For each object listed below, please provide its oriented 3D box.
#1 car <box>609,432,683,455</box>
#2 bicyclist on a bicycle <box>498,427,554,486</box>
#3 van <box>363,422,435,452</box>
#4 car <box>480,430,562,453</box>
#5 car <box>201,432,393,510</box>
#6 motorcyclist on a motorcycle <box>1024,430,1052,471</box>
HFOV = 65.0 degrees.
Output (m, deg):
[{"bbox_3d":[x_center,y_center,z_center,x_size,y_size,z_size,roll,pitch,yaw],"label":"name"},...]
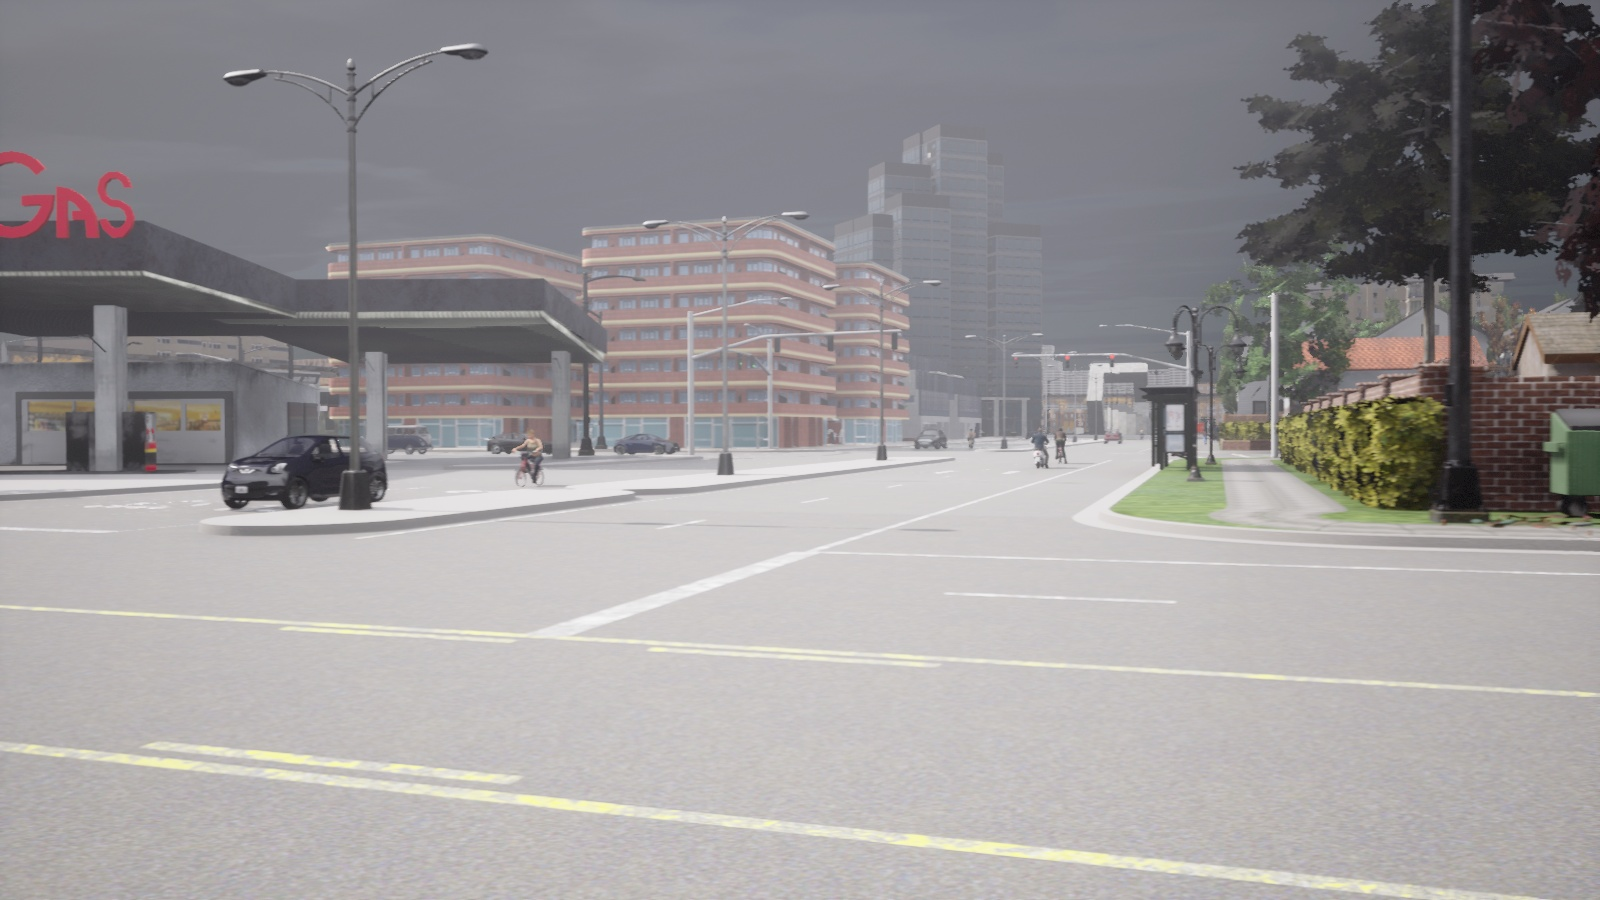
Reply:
[{"bbox_3d":[-9.796,-0.426,79.895,4.181,1.385,1.994,0,1,16],"label":"car"},{"bbox_3d":[-7.637,0.173,35.033,0.866,1.612,1.509,0,1,18],"label":"bicyclist on a bicycle"},{"bbox_3d":[-27.243,-0.891,85.415,4.442,1.987,1.775,1,1,17],"label":"van"},{"bbox_3d":[-18.353,-0.566,82.623,4.792,1.488,2.163,1,1,17],"label":"car"},{"bbox_3d":[-10.488,0.378,26.441,1.845,1.501,3.633,1,1,18],"label":"car"},{"bbox_3d":[9.526,0.012,50.186,0.866,1.590,1.817,1,1,18],"label":"motorcyclist on a motorcycle"}]
